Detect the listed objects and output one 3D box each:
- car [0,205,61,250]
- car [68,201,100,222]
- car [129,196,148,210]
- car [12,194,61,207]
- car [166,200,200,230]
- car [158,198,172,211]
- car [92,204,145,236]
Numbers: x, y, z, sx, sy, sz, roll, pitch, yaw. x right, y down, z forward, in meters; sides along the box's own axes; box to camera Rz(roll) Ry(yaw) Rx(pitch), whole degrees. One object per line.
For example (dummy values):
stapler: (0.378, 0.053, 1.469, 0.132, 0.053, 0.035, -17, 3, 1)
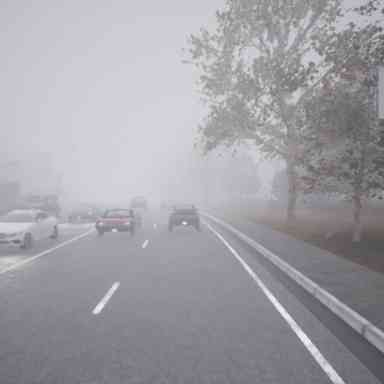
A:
car: (-7.269, 1.514, 14.398, 1.812, 1.442, 4.674, 0, 0, -2)
car: (-8.147, 1.481, 25.744, 1.812, 1.442, 4.674, 0, 1, -5)
car: (-6.551, 1.262, 40.694, 2.097, 1.767, 4.553, 0, 0, -10)
car: (-11.589, 1.179, 25.040, 2.150, 2.045, 5.566, 0, 0, -5)
car: (-0.572, 1.473, 20.923, 1.837, 1.490, 4.892, 0, 0, -4)
car: (-3.213, 1.473, 41.886, 1.994, 1.385, 4.181, 0, 0, -11)
car: (-3.910, 1.577, 18.452, 1.895, 1.301, 4.718, 0, 0, -3)
